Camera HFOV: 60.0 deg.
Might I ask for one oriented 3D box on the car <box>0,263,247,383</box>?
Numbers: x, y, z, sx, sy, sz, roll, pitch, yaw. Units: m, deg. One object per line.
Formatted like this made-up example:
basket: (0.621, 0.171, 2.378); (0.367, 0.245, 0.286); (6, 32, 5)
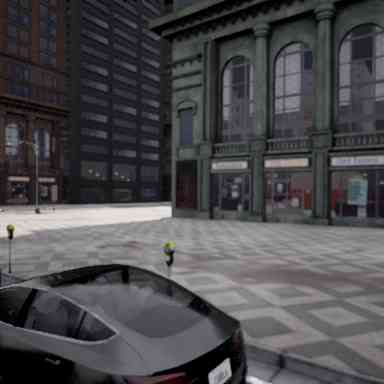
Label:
car: (-1.455, 1.566, 3.994); (4.313, 1.339, 1.947); (0, 1, 36)
